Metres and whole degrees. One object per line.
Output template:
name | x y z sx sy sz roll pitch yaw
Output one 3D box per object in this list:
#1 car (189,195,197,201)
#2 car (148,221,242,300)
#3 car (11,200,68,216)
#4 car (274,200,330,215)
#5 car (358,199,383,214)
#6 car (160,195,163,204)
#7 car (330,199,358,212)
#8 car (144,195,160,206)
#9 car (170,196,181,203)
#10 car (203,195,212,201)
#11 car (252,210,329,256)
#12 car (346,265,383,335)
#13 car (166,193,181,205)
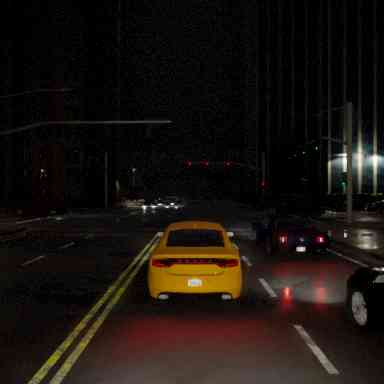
car | 0.235 1.367 80.143 1.994 1.385 4.181 0 0 0
car | 0.079 1.478 8.448 1.882 1.535 5.008 0 0 1
car | -14.373 1.477 31.464 5.008 1.535 1.882 0 0 0
car | 10.168 1.525 31.639 4.674 1.442 1.812 0 0 0
car | 20.950 1.491 35.420 4.902 1.511 2.128 0 0 -1
car | -6.846 1.352 65.287 2.097 1.767 4.553 0 0 1
car | 19.036 1.547 38.903 5.357 1.411 2.033 0 0 0
car | -6.922 1.505 56.100 1.837 1.490 4.892 0 0 0
car | -3.307 1.564 68.403 1.994 1.385 4.181 0 0 1
car | 3.734 1.429 79.593 1.837 1.490 4.892 0 0 0
car | 3.620 1.601 13.206 1.895 1.301 4.718 0 0 0
car | 3.612 1.505 3.935 1.837 1.490 4.892 0 0 0
car | -3.398 1.221 59.044 2.150 2.045 5.566 0 0 0
